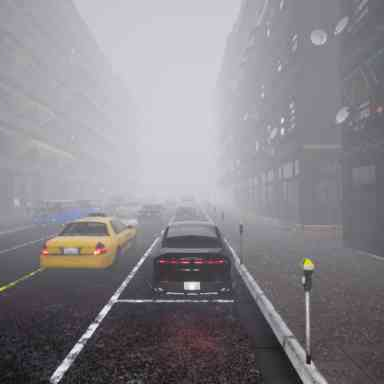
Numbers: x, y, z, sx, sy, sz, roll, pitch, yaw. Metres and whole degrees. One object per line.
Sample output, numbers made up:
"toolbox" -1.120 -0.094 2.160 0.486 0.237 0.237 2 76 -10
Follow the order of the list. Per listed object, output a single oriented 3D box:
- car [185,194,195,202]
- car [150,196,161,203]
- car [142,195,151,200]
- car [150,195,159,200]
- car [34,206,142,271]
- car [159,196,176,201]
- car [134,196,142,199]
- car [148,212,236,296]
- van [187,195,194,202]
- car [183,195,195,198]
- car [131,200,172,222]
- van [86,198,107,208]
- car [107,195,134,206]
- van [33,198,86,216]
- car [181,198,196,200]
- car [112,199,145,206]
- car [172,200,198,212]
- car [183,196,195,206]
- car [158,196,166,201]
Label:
"car" -0.471 1.521 81.536 2.192 1.841 5.009 1 0 0
"car" -8.322 1.724 76.059 1.887 1.381 4.507 1 0 0
"car" -8.320 1.660 53.938 1.947 1.339 4.313 1 0 0
"car" -8.316 1.470 70.528 2.192 1.841 5.009 1 0 0
"car" -3.020 1.462 10.859 1.801 1.575 5.366 0 0 0
"car" -2.929 1.562 45.890 2.128 1.511 4.902 0 0 0
"car" -8.313 1.378 42.876 2.192 1.841 5.009 1 0 0
"car" 0.000 1.509 8.653 1.837 1.490 4.892 0 0 0
"van" -0.472 1.575 87.068 1.690 1.788 3.998 1 0 0
"car" -0.428 1.490 37.286 1.967 1.590 4.097 1 0 0
"car" -2.939 1.573 25.347 2.033 1.411 5.357 0 0 0
"van" -8.313 1.368 26.285 1.690 1.788 3.998 1 0 0
"car" -8.313 1.365 37.346 2.192 1.841 5.009 1 0 0
"van" -8.312 1.358 20.753 1.690 1.788 3.998 2 0 0
"car" -0.438 1.582 31.754 1.887 1.381 4.507 1 0 0
"car" -5.865 1.638 31.638 1.895 1.301 4.718 0 0 0
"car" -0.437 1.571 26.224 1.887 1.381 4.507 1 0 0
"car" -0.472 1.553 59.411 1.967 1.590 4.097 1 0 0
"car" -8.324 1.846 92.652 1.802 1.307 4.206 1 0 0
